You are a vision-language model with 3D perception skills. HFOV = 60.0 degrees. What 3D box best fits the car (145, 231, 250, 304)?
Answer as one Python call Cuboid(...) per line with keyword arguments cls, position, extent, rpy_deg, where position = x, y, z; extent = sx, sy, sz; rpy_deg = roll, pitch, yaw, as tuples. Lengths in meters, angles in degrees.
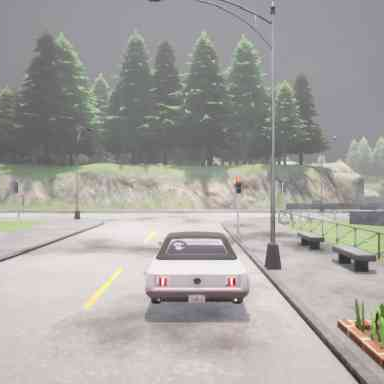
Cuboid(cls="car", position=(0.095, 1.601, 8.098), extent=(1.895, 1.301, 4.718), rpy_deg=(0, 0, 0))
